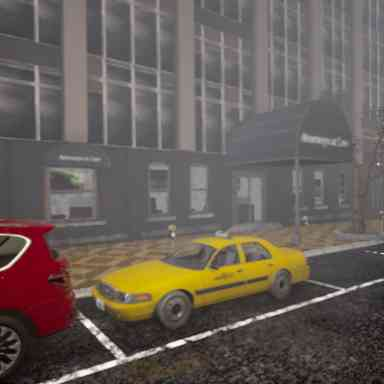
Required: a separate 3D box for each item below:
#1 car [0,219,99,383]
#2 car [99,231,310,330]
[{"bbox_3d":[-3.920,1.313,3.781,5.009,1.841,2.192,0,-1,-35],"label":"car"},{"bbox_3d":[0.449,1.535,6.894,4.829,1.417,1.752,0,-1,-35],"label":"car"}]
